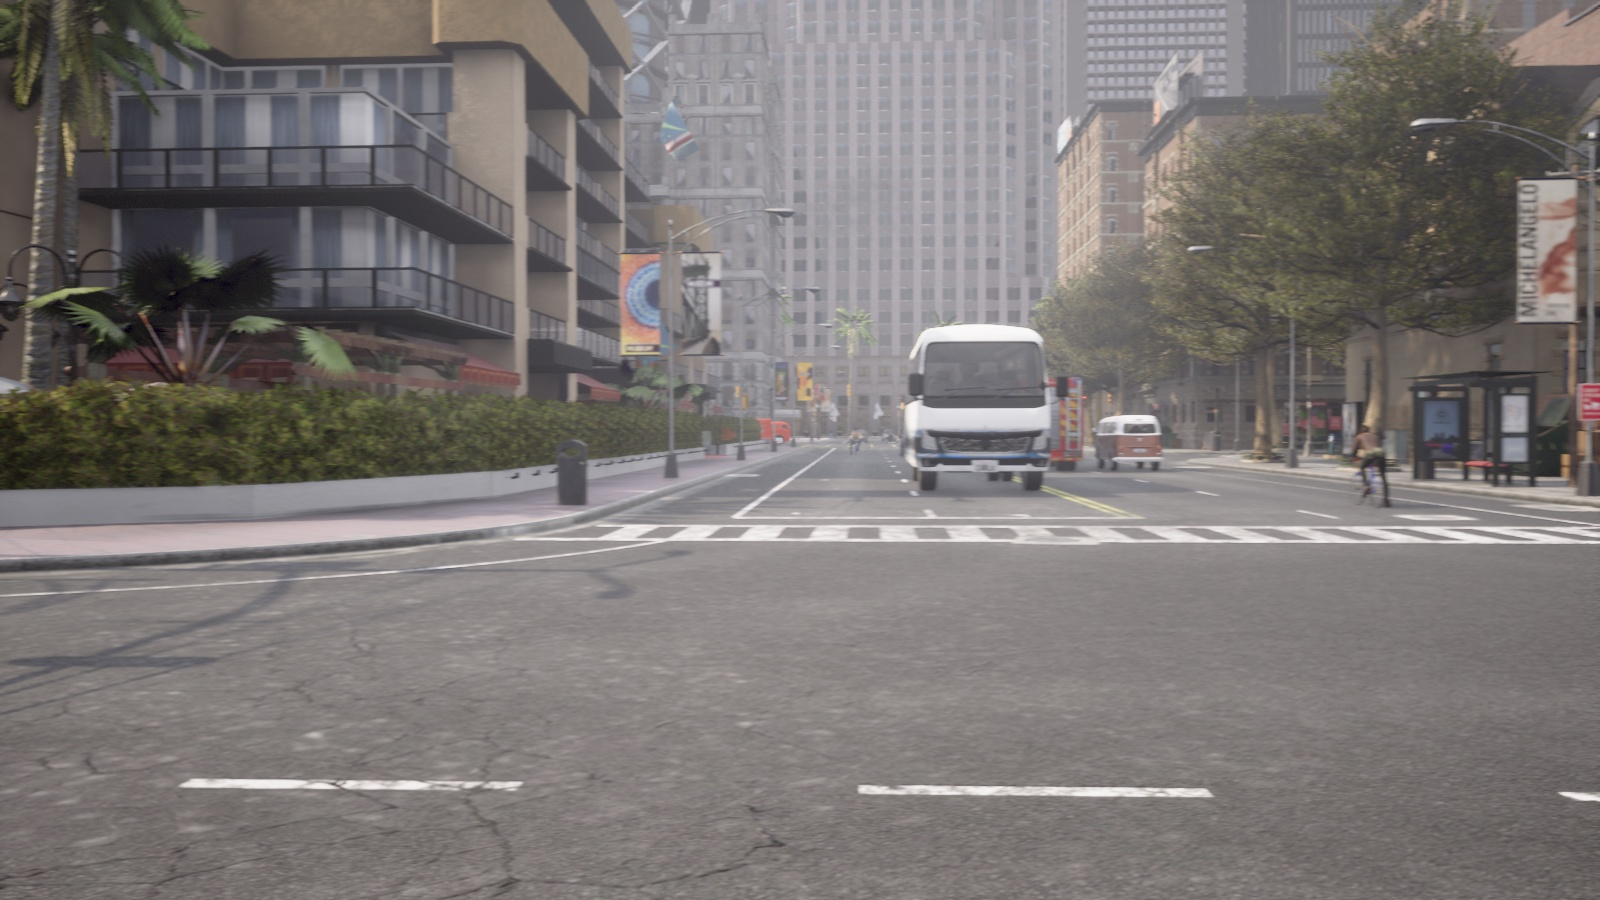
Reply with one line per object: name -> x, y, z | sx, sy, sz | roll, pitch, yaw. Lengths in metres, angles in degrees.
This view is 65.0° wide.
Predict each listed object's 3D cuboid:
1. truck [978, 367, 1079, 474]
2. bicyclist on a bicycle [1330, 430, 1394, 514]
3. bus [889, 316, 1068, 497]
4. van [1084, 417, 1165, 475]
truck -> 8.803, -1.130, 49.264 | 2.891, 3.827, 8.468 | 0, 1, 4
bicyclist on a bicycle -> 11.129, 0.415, 24.937 | 0.582, 1.620, 1.656 | 0, 1, 3
bus -> 4.562, -1.118, 34.736 | 3.944, 4.253, 10.273 | 0, 1, 3
van -> 12.109, -0.185, 47.110 | 2.069, 2.038, 4.480 | 0, 1, 3
